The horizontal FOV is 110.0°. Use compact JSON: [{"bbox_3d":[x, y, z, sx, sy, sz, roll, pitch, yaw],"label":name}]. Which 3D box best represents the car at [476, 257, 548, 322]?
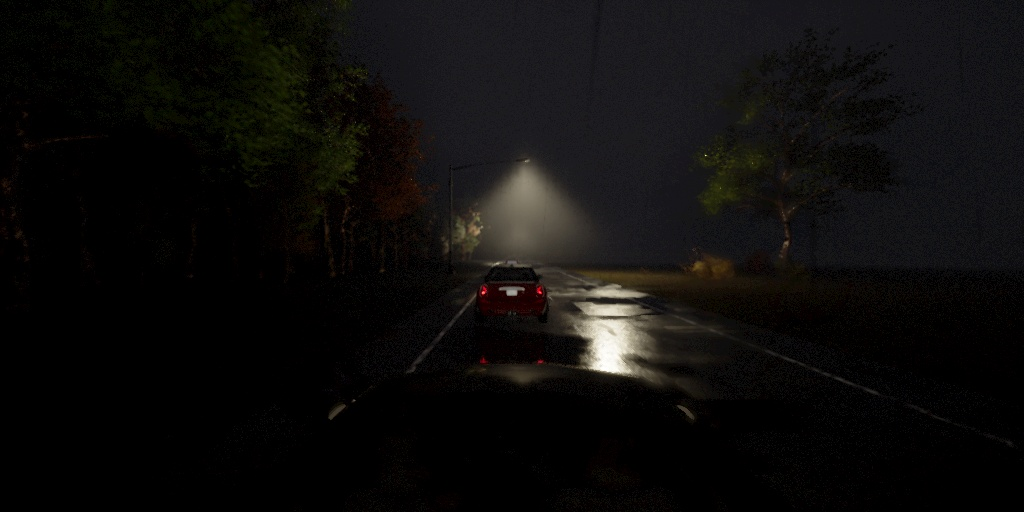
[{"bbox_3d":[-0.004,1.035,12.140,2.097,1.767,4.553,0,0,0],"label":"car"}]
